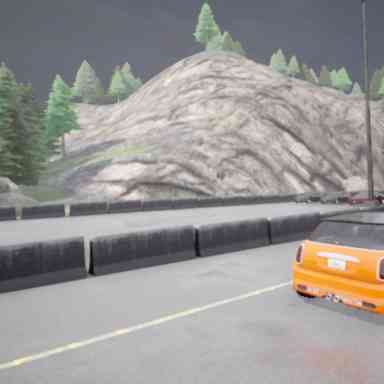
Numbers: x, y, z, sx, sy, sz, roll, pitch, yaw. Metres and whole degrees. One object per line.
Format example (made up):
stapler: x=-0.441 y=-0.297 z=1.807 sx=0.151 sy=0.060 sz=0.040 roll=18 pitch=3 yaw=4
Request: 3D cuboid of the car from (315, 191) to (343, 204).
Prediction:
car: x=16.481 y=0.703 z=37.772 sx=4.892 sy=1.490 sz=1.837 roll=-2 pitch=1 yaw=-36

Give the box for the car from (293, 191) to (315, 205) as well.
car: x=14.413 y=0.709 z=40.595 sx=4.892 sy=1.490 sz=1.837 roll=-2 pitch=1 yaw=-36

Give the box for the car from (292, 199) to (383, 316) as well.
car: x=4.156 y=1.185 z=6.849 sx=4.553 sy=1.767 sz=2.097 roll=-2 pitch=1 yaw=-36

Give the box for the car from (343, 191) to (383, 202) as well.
car: x=18.266 y=0.677 z=34.744 sx=5.008 sy=1.535 sz=1.882 roll=-2 pitch=1 yaw=-36
